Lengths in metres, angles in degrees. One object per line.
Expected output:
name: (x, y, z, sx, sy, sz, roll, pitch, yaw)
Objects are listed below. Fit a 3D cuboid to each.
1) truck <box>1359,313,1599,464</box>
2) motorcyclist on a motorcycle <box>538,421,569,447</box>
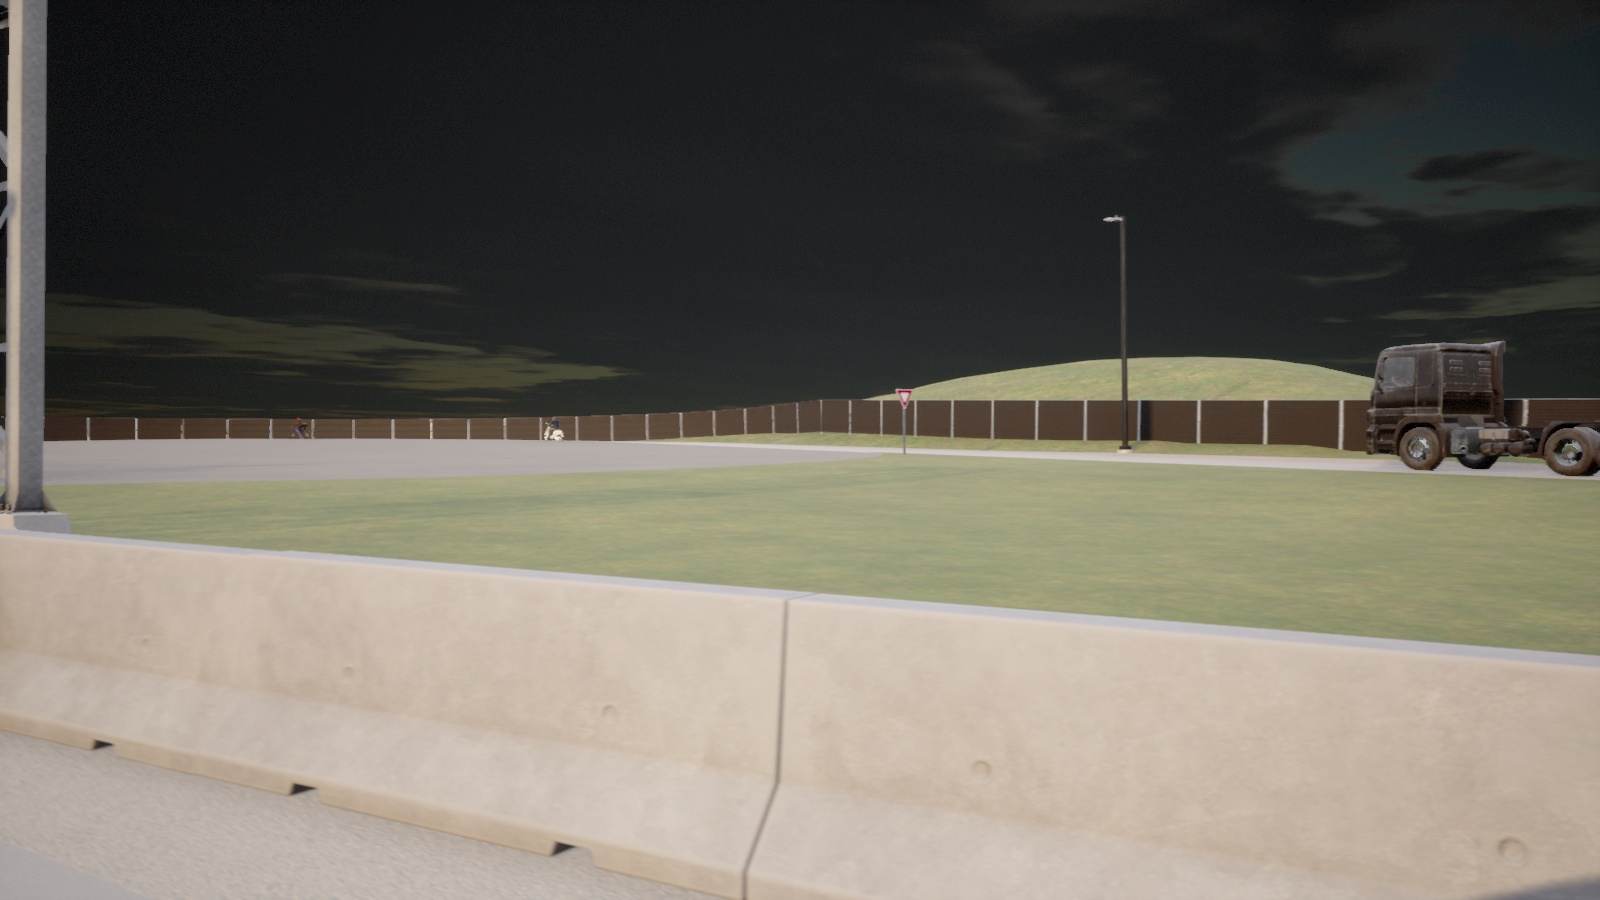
truck: (18.522, -1.477, 31.627, 2.891, 3.462, 7.936, -2, 1, -29)
motorcyclist on a motorcycle: (-15.454, -1.025, 78.693, 1.817, 1.590, 0.866, 0, 2, 37)
